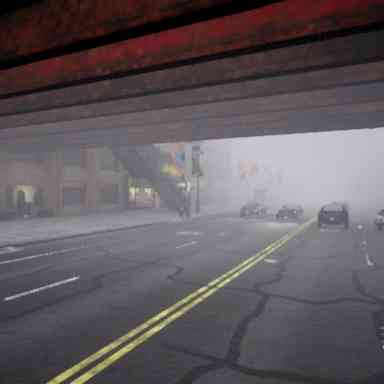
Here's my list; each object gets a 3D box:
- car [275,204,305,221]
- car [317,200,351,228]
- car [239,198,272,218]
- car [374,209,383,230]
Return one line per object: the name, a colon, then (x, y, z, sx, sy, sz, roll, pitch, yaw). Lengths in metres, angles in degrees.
car: (8.602, 1.740, 29.107, 1.895, 1.301, 4.718, 0, 0, 26)
car: (10.039, 1.605, 23.525, 1.882, 1.535, 5.008, 0, 0, 26)
car: (5.956, 1.641, 31.686, 1.837, 1.490, 4.892, 0, 0, 26)
car: (12.961, 1.734, 21.523, 1.895, 1.301, 4.718, 0, 0, 26)
